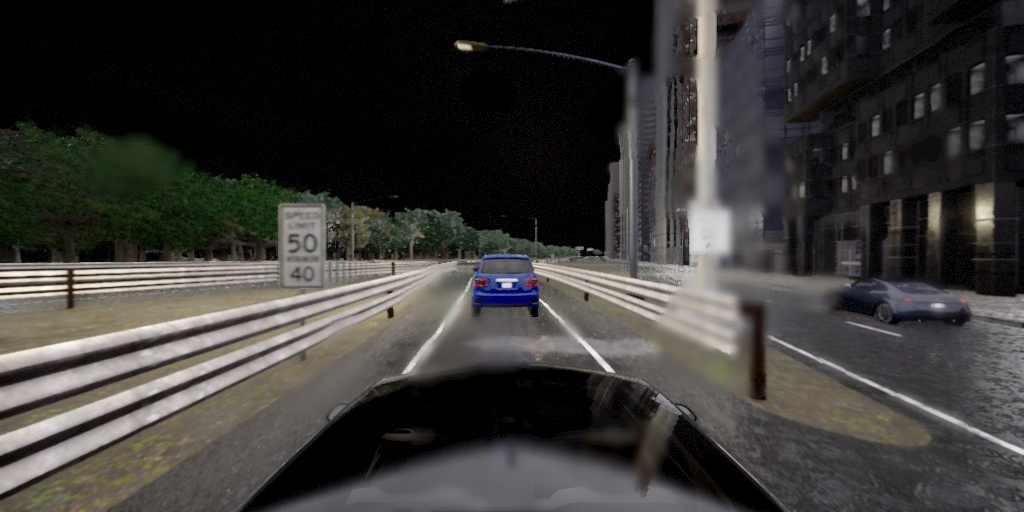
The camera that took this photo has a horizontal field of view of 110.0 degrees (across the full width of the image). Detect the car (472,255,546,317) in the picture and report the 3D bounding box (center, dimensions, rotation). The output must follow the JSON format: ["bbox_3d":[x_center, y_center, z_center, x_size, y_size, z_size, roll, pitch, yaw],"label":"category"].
[{"bbox_3d":[-0.281,0.971,13.398,2.150,2.045,5.566,0,0,-3],"label":"car"}]

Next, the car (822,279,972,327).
[{"bbox_3d":[12.998,1.473,12.494,1.994,1.385,4.181,0,0,13],"label":"car"}]
